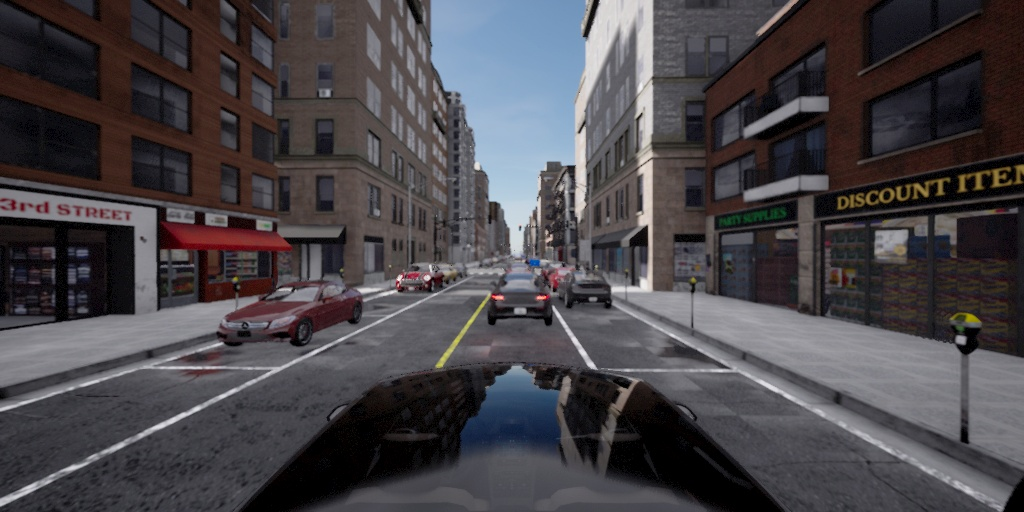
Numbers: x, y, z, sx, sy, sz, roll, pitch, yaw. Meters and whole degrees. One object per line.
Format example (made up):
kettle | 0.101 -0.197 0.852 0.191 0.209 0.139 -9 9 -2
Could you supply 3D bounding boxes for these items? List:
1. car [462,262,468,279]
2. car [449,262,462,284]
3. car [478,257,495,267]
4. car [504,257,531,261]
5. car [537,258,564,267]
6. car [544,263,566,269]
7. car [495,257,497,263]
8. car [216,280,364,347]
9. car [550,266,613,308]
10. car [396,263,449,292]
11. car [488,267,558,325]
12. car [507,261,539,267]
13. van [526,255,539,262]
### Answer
car | -4.881 1.197 31.283 2.007 1.370 4.403 0 0 1
car | -4.984 1.191 25.595 1.751 1.417 4.829 0 0 1
car | -4.393 1.100 58.360 2.007 1.370 4.403 0 0 1
car | 0.523 1.100 32.061 1.801 1.575 5.366 0 0 1
car | 3.043 1.106 25.629 1.967 1.591 4.097 0 0 1
car | 2.943 1.267 20.111 1.802 1.307 4.207 0 0 1
car | -4.290 1.074 64.041 1.888 1.381 4.507 0 0 1
car | -5.280 1.306 9.213 1.802 1.307 4.207 0 0 1
car | 2.844 1.255 14.593 2.007 1.370 4.403 0 0 1
car | -5.081 1.125 20.249 1.967 1.591 4.097 0 0 1
car | 0.256 1.241 11.518 1.812 1.442 4.674 0 0 1
car | 0.436 1.205 21.713 1.812 1.442 4.674 0 0 1
van | 3.631 0.891 58.224 1.690 1.789 3.998 0 0 1
